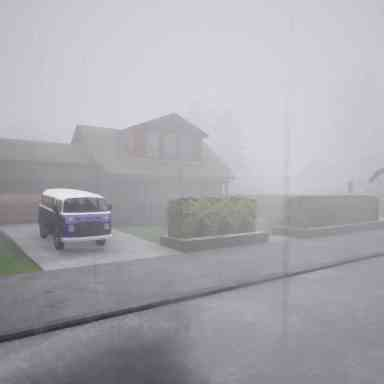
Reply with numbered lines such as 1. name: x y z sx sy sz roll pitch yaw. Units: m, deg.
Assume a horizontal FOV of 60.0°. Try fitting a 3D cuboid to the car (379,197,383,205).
1. car: 24.678 0.985 41.408 3.866 1.878 1.905 0 0 0
